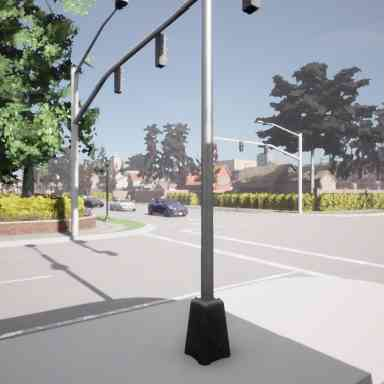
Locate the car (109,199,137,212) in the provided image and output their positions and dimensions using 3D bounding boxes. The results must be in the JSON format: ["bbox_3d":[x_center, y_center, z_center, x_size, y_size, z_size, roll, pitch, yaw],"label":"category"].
[{"bbox_3d":[-8.309,1.526,39.634,1.812,1.442,4.674,0,0,-36],"label":"car"}]

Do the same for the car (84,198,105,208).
[{"bbox_3d":[-14.403,1.548,48.046,2.033,1.411,5.357,0,0,-36],"label":"car"}]

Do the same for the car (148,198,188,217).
[{"bbox_3d":[-2.323,1.352,31.360,2.097,1.767,4.553,0,0,-36],"label":"car"}]
